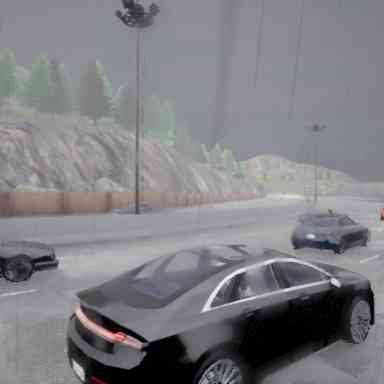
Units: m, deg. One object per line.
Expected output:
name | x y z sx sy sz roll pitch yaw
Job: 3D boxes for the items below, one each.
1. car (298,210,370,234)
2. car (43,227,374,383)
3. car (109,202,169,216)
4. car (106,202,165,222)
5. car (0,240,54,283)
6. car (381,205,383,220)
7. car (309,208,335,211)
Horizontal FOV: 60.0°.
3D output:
car | 5.908 1.658 14.002 1.994 1.385 4.181 0 0 45
car | 0.794 1.521 4.739 4.902 1.511 2.128 0 0 -38
car | -3.583 1.695 24.465 1.994 1.385 4.181 0 0 44
car | -4.717 1.657 28.335 1.837 1.490 4.892 0 -1 42
car | -6.178 1.579 8.017 5.357 1.411 2.033 0 0 -37
car | 18.395 1.567 30.163 2.097 1.767 4.553 0 0 32
car | 8.988 1.751 22.585 1.895 1.301 4.718 0 0 40
